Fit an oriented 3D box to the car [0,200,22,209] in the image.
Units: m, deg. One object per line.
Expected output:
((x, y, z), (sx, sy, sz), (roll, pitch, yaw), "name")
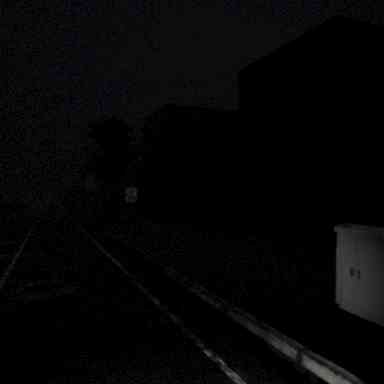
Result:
((-42.073, 2.890, 77.220), (4.553, 1.767, 2.185), (0, -1, -23), "car")

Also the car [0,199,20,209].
((-36.594, 2.702, 64.326), (4.892, 1.521, 2.231), (0, -1, -23), "car")

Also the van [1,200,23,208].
((-43.100, 2.861, 79.833), (4.442, 1.987, 1.878), (0, -1, -23), "van")

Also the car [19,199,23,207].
((-37.728, 2.507, 66.892), (5.566, 2.045, 2.435), (0, -1, -23), "car")

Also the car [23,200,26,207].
((-41.030, 2.697, 74.625), (5.566, 2.045, 2.435), (0, -1, -23), "car")
